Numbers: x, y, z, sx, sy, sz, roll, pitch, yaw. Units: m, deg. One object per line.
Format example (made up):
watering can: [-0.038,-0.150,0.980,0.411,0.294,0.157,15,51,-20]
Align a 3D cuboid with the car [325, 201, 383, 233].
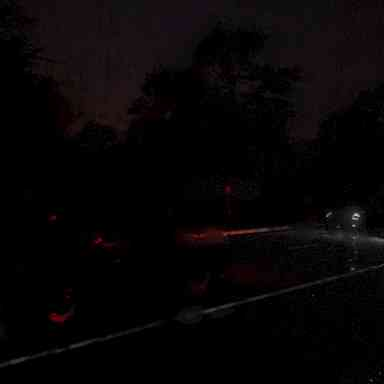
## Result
car: [9.859,1.323,19.530,4.553,1.767,2.097,0,0,-35]

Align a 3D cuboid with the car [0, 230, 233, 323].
car: [-1.444,1.577,7.259,4.718,1.301,1.895,0,0,-35]

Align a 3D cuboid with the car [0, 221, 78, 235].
car: [-4.656,1.526,9.268,4.181,1.385,1.994,0,0,-35]
